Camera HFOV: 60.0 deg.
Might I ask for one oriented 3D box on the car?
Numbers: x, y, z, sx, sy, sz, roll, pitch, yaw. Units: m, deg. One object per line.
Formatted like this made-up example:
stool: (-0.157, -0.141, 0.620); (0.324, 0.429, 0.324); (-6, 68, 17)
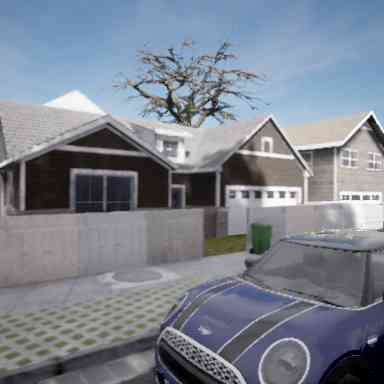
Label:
car: (1.793, 1.350, 4.320); (4.553, 1.767, 2.097); (0, 0, -35)
